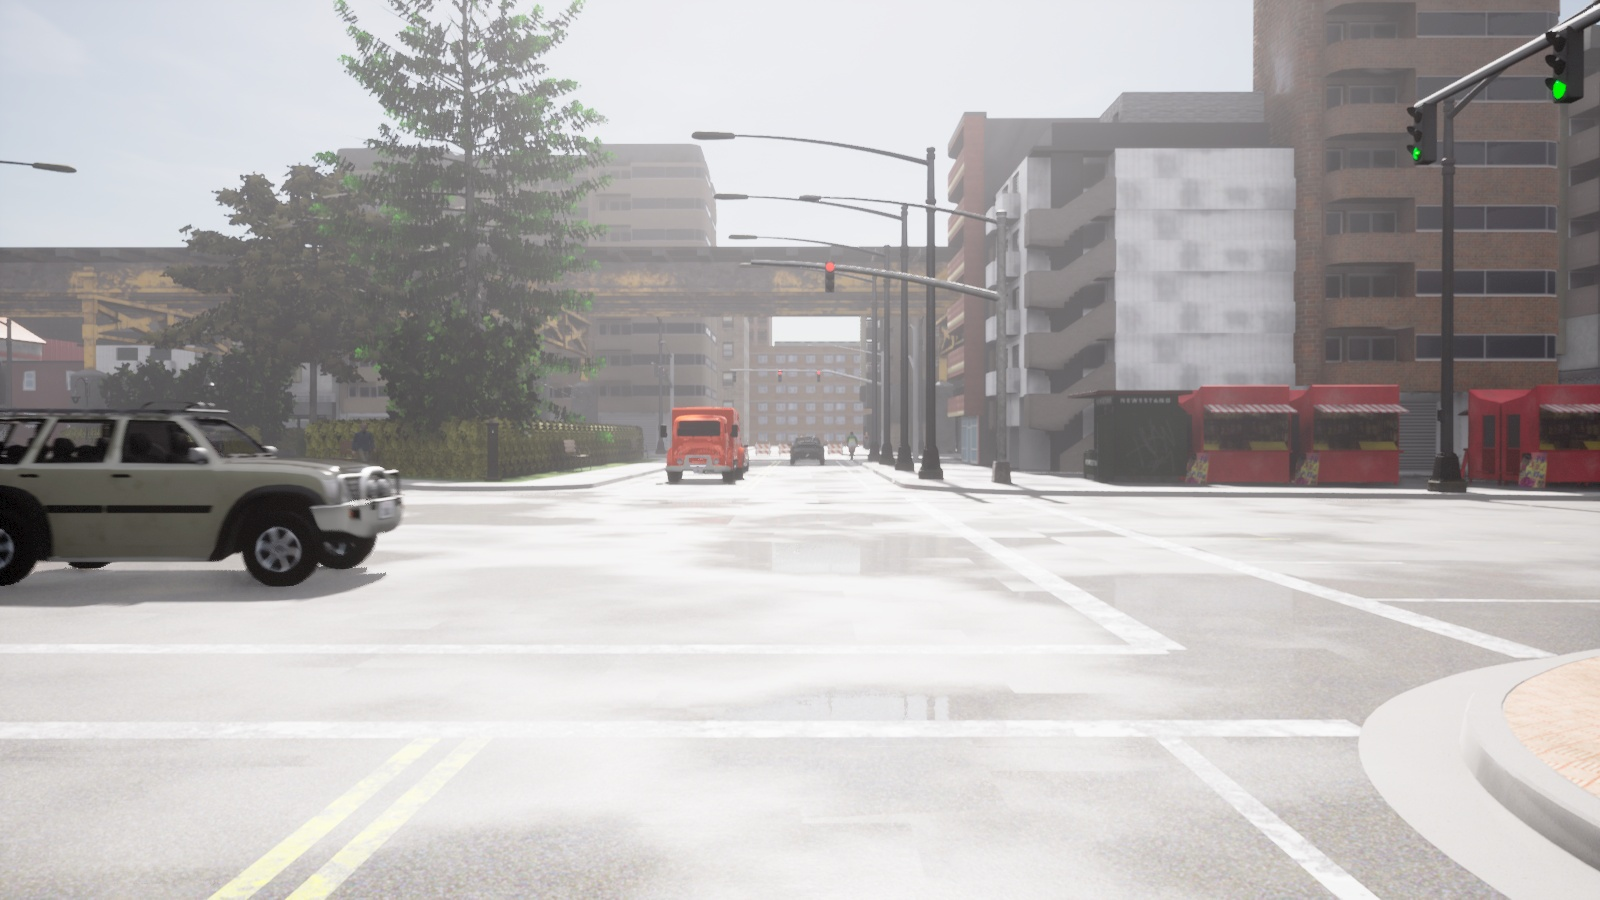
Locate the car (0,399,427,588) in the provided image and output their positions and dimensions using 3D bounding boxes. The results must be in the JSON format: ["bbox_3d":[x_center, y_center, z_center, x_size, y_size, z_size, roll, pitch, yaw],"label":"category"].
[{"bbox_3d":[-6.553,0.416,13.354,4.605,1.855,1.932,0,1,0],"label":"car"}]

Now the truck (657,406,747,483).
[{"bbox_3d":[-3.240,-0.209,42.600,2.627,2.467,5.204,0,1,0],"label":"truck"}]

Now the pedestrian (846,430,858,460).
[{"bbox_3d":[3.313,-0.331,80.368,0.659,1.952,0.873,0,1,8],"label":"pedestrian"}]

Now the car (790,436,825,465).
[{"bbox_3d":[0.406,0.006,68.264,1.837,1.490,4.892,0,1,0],"label":"car"}]

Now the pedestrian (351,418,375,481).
[{"bbox_3d":[-13.017,-0.019,37.400,0.402,1.842,0.726,-1,1,-42],"label":"pedestrian"}]
